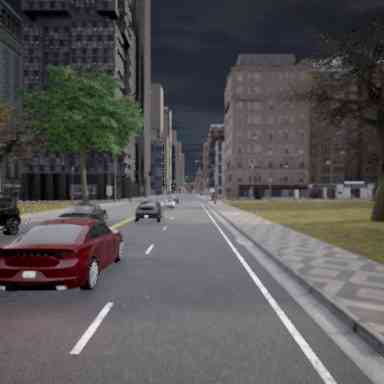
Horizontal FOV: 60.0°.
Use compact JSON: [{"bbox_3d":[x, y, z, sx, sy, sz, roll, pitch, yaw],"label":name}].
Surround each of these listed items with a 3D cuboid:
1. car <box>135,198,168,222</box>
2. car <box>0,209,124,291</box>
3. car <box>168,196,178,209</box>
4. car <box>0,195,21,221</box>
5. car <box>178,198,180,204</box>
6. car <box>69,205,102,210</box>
[{"bbox_3d":[-3.149,1.424,25.424,1.837,1.490,4.892,0,0,0],"label":"car"},{"bbox_3d":[-3.150,1.448,8.908,1.882,1.535,5.008,0,0,0],"label":"car"},{"bbox_3d":[-3.153,1.479,42.647,1.895,1.301,4.718,0,0,0],"label":"car"},{"bbox_3d":[-9.843,1.172,14.845,2.150,2.045,5.566,0,0,0],"label":"car"},{"bbox_3d":[-3.198,1.379,58.708,1.812,1.442,4.674,0,0,-1],"label":"car"},{"bbox_3d":[-6.571,1.481,20.345,2.033,1.411,5.357,0,0,0],"label":"car"}]
